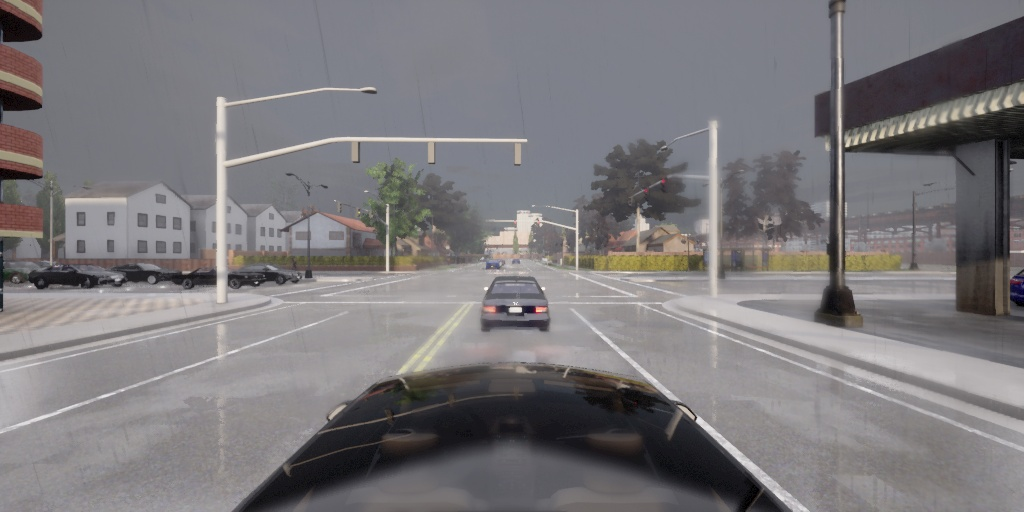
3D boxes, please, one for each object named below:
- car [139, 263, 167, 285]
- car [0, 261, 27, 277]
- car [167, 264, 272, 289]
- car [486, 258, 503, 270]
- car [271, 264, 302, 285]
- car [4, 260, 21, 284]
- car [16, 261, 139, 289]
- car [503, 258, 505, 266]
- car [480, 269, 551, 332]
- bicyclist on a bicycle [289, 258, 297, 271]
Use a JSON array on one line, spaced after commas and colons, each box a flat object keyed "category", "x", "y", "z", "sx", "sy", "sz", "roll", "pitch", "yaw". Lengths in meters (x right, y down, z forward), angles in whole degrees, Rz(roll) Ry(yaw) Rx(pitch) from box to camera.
[{"category": "car", "x": -26.774, "y": 1.228, "z": 26.003, "sx": 5.008, "sy": 1.535, "sz": 1.882, "roll": 0, "pitch": 0, "yaw": 1}, {"category": "car", "x": -50.287, "y": 1.255, "z": 34.508, "sx": 4.892, "sy": 1.490, "sz": 1.837, "roll": 0, "pitch": 0, "yaw": 2}, {"category": "car", "x": -18.096, "y": 1.351, "z": 22.354, "sx": 4.718, "sy": 1.301, "sz": 1.895, "roll": 0, "pitch": 0, "yaw": 1}, {"category": "car", "x": -2.823, "y": 1.227, "z": 53.596, "sx": 1.882, "sy": 1.535, "sz": 5.008, "roll": 0, "pitch": 0, "yaw": 1}, {"category": "car", "x": -17.712, "y": 1.276, "z": 25.880, "sx": 4.674, "sy": 1.442, "sz": 1.812, "roll": 0, "pitch": 0, "yaw": 1}, {"category": "car", "x": -36.089, "y": 1.102, "z": 26.152, "sx": 4.553, "sy": 1.767, "sz": 2.097, "roll": 0, "pitch": 0, "yaw": 1}, {"category": "car", "x": -27.128, "y": 1.241, "z": 22.510, "sx": 4.902, "sy": 1.511, "sz": 2.128, "roll": 0, "pitch": 0, "yaw": 1}, {"category": "car", "x": -2.734, "y": 1.351, "z": 63.144, "sx": 1.895, "sy": 1.301, "sz": 4.718, "roll": 0, "pitch": 0, "yaw": 1}, {"category": "car", "x": 0.085, "y": 1.297, "z": 10.837, "sx": 2.033, "sy": 1.411, "sz": 5.357, "roll": 0, "pitch": 0, "yaw": 0}, {"category": "bicyclist on a bicycle", "x": -26.530, "y": 1.051, "z": 43.483, "sx": 0.582, "sy": 1.620, "sz": 1.656, "roll": 0, "pitch": 0, "yaw": 1}]
